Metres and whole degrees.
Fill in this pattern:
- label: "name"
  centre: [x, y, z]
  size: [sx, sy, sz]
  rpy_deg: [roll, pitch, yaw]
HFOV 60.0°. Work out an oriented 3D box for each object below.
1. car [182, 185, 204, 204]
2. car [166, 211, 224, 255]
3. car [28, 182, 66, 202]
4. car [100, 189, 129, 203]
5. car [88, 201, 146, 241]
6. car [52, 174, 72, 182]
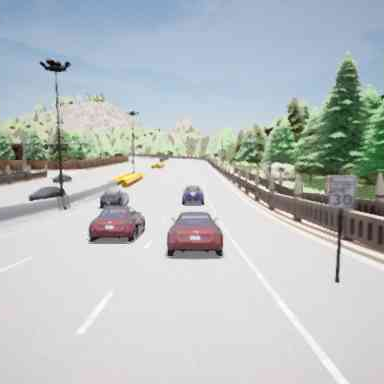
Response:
- label: "car"
  centre: [0.103, 0.073, 32.978]
  size: [2.097, 1.767, 4.553]
  rpy_deg: [0, 6, 0]
- label: "car"
  centre: [0.101, 1.429, 12.813]
  size: [1.994, 1.385, 4.181]
  rpy_deg: [0, 1, 0]
- label: "car"
  centre: [-14.079, 0.254, 32.387]
  size: [1.882, 1.535, 5.008]
  rpy_deg: [0, 5, 0]
- label: "car"
  centre: [-6.898, 0.491, 29.883]
  size: [2.128, 1.511, 4.902]
  rpy_deg: [0, 5, 0]
- label: "car"
  centre: [-3.398, 1.364, 15.696]
  size: [1.994, 1.385, 4.181]
  rpy_deg: [0, 2, 0]
- label: "car"
  centre: [-20.971, -2.207, 53.744]
  size: [1.994, 1.385, 4.181]
  rpy_deg: [0, 7, 1]
